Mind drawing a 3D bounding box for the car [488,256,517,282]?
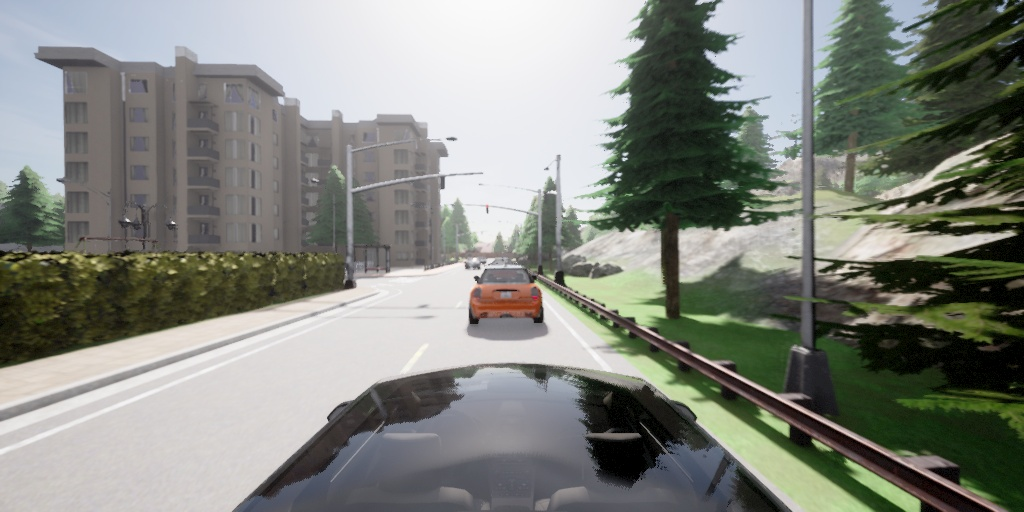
[{"bbox_3d":[-0.731,0.936,27.909,2.097,1.767,4.553,0,0,-2],"label":"car"}]

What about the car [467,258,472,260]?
[{"bbox_3d":[-4.988,0.991,46.061,2.128,1.511,4.902,0,1,-2],"label":"car"}]

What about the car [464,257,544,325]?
[{"bbox_3d":[-0.212,1.042,11.779,2.097,1.767,4.553,0,1,-2],"label":"car"}]
